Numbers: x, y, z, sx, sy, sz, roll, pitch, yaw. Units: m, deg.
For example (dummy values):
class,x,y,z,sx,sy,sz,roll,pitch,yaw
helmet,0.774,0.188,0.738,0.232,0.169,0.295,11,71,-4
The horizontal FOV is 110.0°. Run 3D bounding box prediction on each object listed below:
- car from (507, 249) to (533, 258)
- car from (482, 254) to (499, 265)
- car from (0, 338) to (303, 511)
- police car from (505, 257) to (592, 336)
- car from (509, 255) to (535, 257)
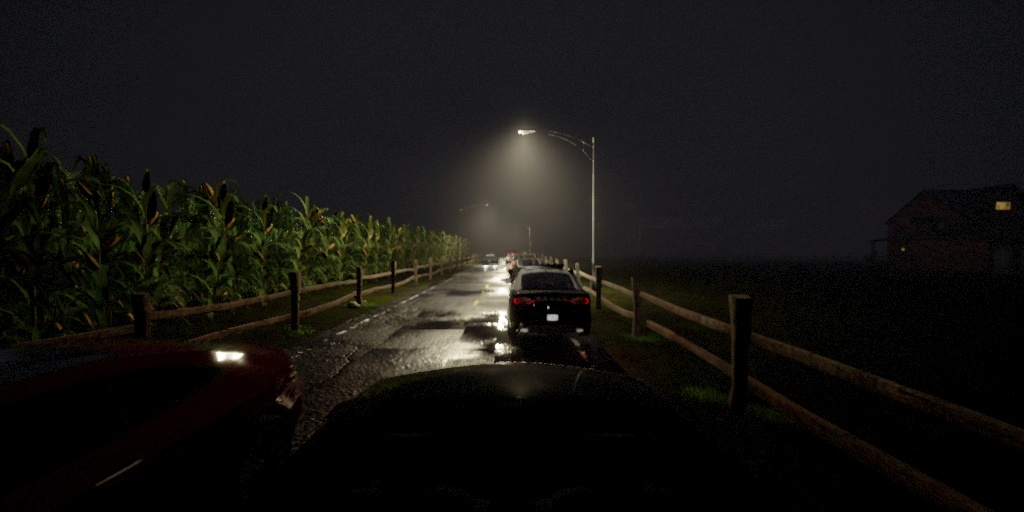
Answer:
class,x,y,z,sx,sy,sz,roll,pitch,yaw
car,0.865,0.600,25.785,2.097,1.767,4.553,0,1,0
car,-2.764,0.408,46.100,1.994,1.385,4.181,0,1,0
car,-2.852,1.279,1.548,1.812,1.442,4.674,0,1,0
police car,0.838,1.004,9.930,1.930,1.638,5.238,0,1,0
car,0.855,0.878,19.820,1.837,1.490,4.892,0,1,0
